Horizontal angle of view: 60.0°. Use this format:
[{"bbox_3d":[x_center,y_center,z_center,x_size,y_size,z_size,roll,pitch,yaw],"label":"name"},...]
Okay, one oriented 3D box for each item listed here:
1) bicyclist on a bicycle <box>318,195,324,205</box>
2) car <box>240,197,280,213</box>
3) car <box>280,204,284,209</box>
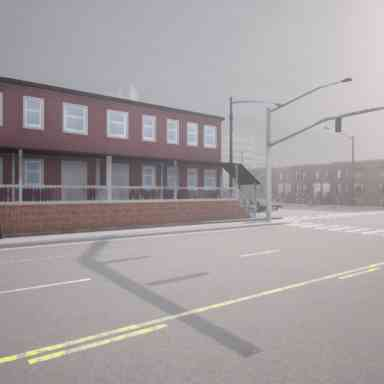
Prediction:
[{"bbox_3d":[20.340,1.278,52.365,1.656,1.620,0.582,0,0,-36],"label":"bicyclist on a bicycle"},{"bbox_3d":[6.967,1.317,36.708,2.097,1.767,4.553,0,0,-36],"label":"car"},{"bbox_3d":[8.534,1.511,40.528,2.033,1.411,5.357,0,0,-35],"label":"car"}]
